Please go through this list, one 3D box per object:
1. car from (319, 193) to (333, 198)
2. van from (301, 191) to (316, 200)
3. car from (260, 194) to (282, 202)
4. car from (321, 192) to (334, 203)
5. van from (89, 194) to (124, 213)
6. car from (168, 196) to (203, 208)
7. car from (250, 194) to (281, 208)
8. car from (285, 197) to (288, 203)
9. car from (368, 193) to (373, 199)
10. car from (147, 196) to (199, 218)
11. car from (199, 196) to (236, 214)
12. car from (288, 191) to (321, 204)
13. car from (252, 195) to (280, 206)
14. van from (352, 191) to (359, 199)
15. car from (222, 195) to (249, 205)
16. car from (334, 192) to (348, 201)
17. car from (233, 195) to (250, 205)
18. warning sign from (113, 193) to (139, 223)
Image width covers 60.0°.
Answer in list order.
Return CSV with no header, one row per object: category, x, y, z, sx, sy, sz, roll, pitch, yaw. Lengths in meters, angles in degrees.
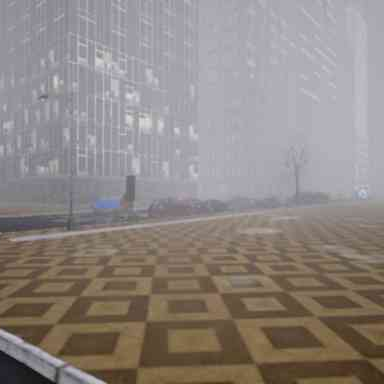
car,32.568,0.827,80.608,1.947,1.339,4.313,1,1,41
van,25.167,0.693,71.963,1.690,1.788,3.998,1,1,41
car,14.063,1.055,59.005,1.947,1.339,4.313,1,1,41
car,20.416,0.838,53.535,2.192,1.841,5.009,1,1,41
van,-8.232,1.105,33.160,1.690,1.788,3.998,1,1,41
car,-0.747,1.217,41.730,1.887,1.381,4.507,1,1,41
car,9.312,1.243,40.578,1.802,1.307,4.206,1,1,41
car,16.518,1.099,53.134,1.994,1.385,4.181,0,1,41
car,38.919,0.847,75.140,2.008,1.369,4.403,1,1,41
car,-1.696,1.239,27.537,1.967,1.590,4.097,1,1,41
car,1.961,1.319,31.895,1.947,1.339,4.313,1,1,41
car,16.715,0.884,49.214,2.192,1.841,5.009,1,1,41
car,10.285,1.177,45.779,1.994,1.385,4.181,0,1,41
van,35.220,0.682,70.817,1.690,1.788,3.998,1,1,41
car,6.660,1.146,50.364,1.947,1.339,4.313,1,1,41
car,27.928,0.956,62.307,1.752,1.417,4.829,1,1,41
car,5.983,1.172,45.549,2.033,1.411,5.357,0,1,41
warning sign,-4.205,0.976,21.162,1.300,1.860,1.060,0,0,41
